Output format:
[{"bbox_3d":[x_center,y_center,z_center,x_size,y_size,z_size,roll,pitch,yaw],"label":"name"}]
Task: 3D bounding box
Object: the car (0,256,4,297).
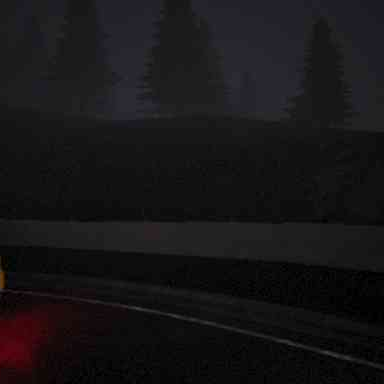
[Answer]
[{"bbox_3d":[-6.112,1.553,6.294,5.008,1.535,1.882,0,-1,13],"label":"car"}]
